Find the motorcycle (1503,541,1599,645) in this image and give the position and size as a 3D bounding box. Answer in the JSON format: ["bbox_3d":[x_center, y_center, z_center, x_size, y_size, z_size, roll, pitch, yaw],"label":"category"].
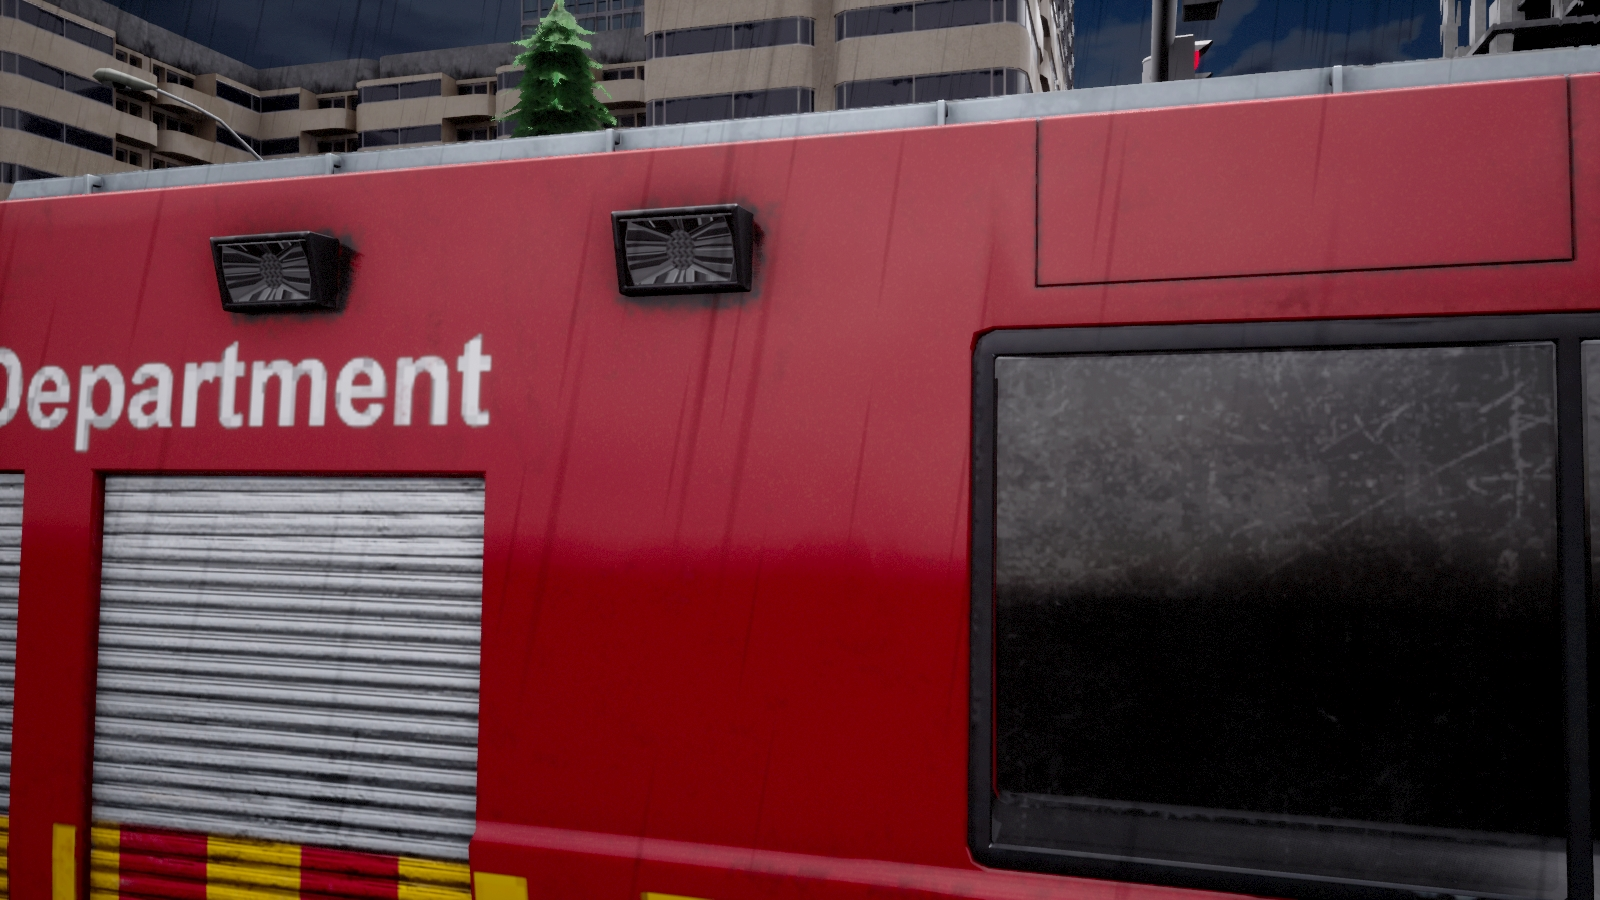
[{"bbox_3d":[11.678,2.155,17.664,0.764,1.307,2.356,0,0,16],"label":"motorcycle"}]

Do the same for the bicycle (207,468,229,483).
[{"bbox_3d":[-48.891,2.130,95.947,1.487,1.276,0.859,0,0,15],"label":"bicycle"}]

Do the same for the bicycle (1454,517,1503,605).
[{"bbox_3d":[12.788,2.060,21.569,0.329,1.471,1.835,0,0,16],"label":"bicycle"}]

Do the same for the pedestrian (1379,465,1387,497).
[{"bbox_3d":[34.278,1.835,67.199,0.375,1.860,0.375,0,0,16],"label":"pedestrian"}]
